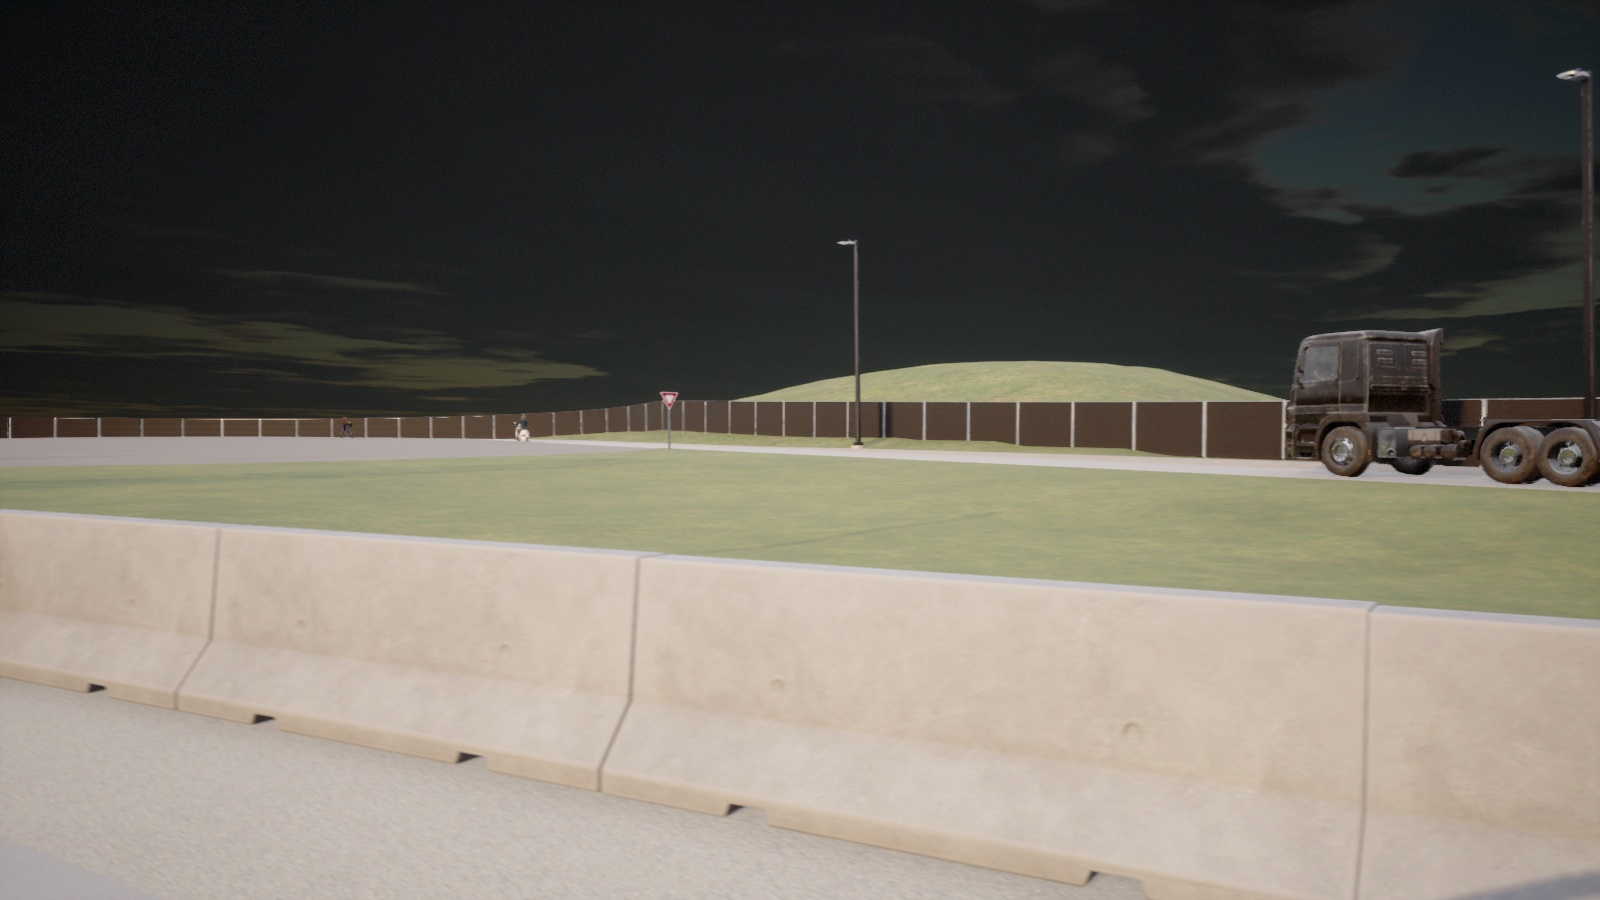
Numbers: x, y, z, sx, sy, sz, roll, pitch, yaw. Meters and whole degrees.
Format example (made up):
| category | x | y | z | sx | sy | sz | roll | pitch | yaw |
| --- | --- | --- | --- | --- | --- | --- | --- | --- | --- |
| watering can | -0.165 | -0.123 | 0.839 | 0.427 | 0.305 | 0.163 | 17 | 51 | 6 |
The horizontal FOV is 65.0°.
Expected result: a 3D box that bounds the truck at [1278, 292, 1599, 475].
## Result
| category | x | y | z | sx | sy | sz | roll | pitch | yaw |
| --- | --- | --- | --- | --- | --- | --- | --- | --- | --- |
| truck | 14.714 | -1.336 | 27.439 | 2.891 | 3.462 | 7.936 | -2 | 1 | -29 |
